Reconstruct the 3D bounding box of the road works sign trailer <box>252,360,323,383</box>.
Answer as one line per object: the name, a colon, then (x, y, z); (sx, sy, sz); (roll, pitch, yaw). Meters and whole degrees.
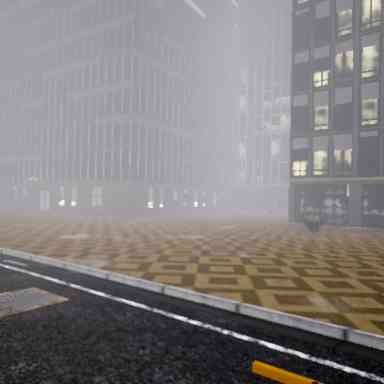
road works sign trailer: (1.823, 0.551, 2.681); (2.880, 3.560, 2.380); (0, -1, 37)
